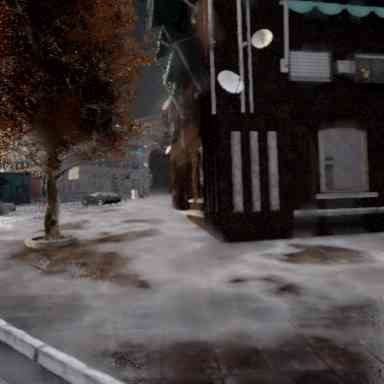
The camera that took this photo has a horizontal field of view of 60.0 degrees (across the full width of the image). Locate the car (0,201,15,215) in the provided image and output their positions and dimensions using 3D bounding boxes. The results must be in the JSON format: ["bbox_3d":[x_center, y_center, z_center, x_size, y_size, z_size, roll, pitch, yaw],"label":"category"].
[{"bbox_3d":[-16.526,1.294,26.226,2.033,1.411,5.357,-2,1,14],"label":"car"}]

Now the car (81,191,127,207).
[{"bbox_3d":[-8.863,0.661,33.859,1.882,1.535,5.008,-3,1,33],"label":"car"}]
